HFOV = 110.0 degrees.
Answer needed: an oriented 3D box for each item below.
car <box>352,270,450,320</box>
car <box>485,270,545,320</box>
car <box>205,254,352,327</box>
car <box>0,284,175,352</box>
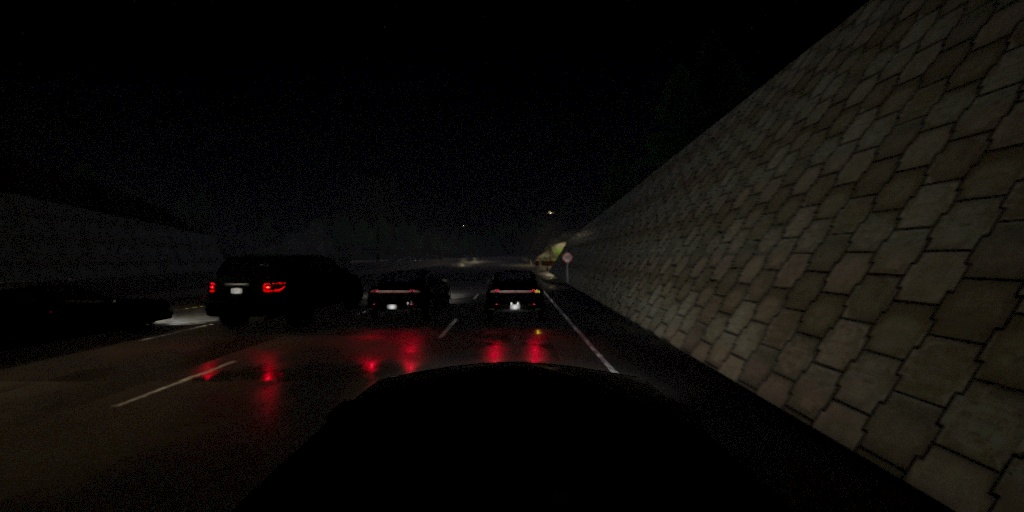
[{"bbox_3d":[-3.407,1.231,12.614,2.128,1.511,4.902,0,0,0],"label":"car"},{"bbox_3d":[0.092,1.231,12.600,2.128,1.511,4.902,0,0,0],"label":"car"},{"bbox_3d":[-6.906,0.962,11.678,2.150,2.045,5.566,0,0,0],"label":"car"},{"bbox_3d":[-10.416,1.292,7.544,2.033,1.411,5.357,0,0,0],"label":"car"}]
